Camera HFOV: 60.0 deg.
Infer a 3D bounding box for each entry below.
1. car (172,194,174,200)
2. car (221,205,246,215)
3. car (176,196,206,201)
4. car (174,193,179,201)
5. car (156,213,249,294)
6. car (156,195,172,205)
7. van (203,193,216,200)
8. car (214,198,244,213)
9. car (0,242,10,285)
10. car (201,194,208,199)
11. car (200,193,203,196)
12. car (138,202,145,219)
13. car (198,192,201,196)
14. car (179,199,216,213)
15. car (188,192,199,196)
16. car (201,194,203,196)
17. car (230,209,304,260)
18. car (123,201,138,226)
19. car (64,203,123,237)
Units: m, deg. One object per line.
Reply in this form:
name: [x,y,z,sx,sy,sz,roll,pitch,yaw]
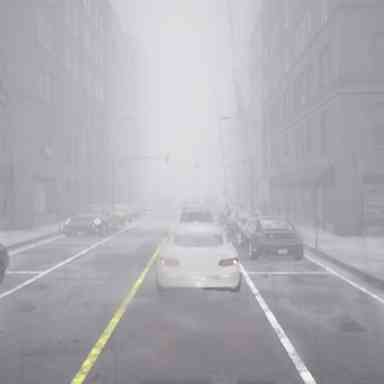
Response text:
car: [-4.864,1.460,61.474,1.887,1.381,4.507,0,0,1]
car: [2.776,1.558,17.614,1.802,1.307,4.206,0,0,1]
car: [-0.186,1.433,32.903,1.882,1.535,5.008,0,0,-7]
car: [-4.715,1.413,78.350,1.752,1.417,4.829,0,0,1]
car: [0.162,1.514,8.667,1.812,1.442,4.674,0,0,1]
car: [-4.914,1.474,55.793,2.008,1.369,4.403,0,0,1]
van: [3.111,1.264,55.731,1.690,1.788,3.998,0,0,1]
car: [2.825,1.409,23.132,1.967,1.590,4.097,0,0,1]
car: [-5.345,1.573,6.640,1.802,1.307,4.206,0,0,1]
car: [3.461,1.292,95.498,1.967,1.590,4.097,0,0,1]
car: [3.311,1.470,78.455,1.802,1.307,4.206,0,0,1]
car: [-5.152,1.512,28.712,2.008,1.369,4.403,0,0,1]
car: [3.361,1.191,84.136,2.192,1.841,5.009,0,0,1]
car: [0.270,1.450,20.697,1.882,1.535,5.008,0,0,1]
car: [0.738,1.223,85.852,2.097,1.767,4.553,0,0,1]
car: [3.211,1.489,67.093,1.802,1.307,4.206,0,0,1]
car: [2.728,1.534,12.095,2.008,1.369,4.403,0,0,1]
car: [-5.202,1.494,23.024,1.752,1.417,4.829,0,0,1]
car: [-5.249,1.416,17.677,1.967,1.590,4.097,0,0,1]
